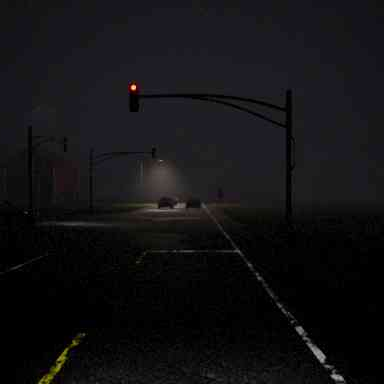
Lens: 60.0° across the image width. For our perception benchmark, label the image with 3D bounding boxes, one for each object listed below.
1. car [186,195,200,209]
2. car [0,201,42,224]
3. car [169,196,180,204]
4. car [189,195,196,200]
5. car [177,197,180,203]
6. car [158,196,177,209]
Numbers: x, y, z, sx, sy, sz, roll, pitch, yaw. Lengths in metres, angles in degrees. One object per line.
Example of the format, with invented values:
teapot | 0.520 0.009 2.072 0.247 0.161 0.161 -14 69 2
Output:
car | 0.151 1.443 45.338 1.882 1.535 5.008 0 0 1
car | -13.218 1.388 23.738 4.902 1.511 2.128 1 0 10
car | -3.433 1.536 64.992 1.895 1.301 4.718 0 0 1
car | 0.147 1.440 86.669 1.994 1.385 4.181 0 0 0
car | -3.487 1.477 55.064 1.812 1.442 4.674 0 0 1
car | -3.513 1.443 45.201 1.882 1.535 5.008 0 0 0
